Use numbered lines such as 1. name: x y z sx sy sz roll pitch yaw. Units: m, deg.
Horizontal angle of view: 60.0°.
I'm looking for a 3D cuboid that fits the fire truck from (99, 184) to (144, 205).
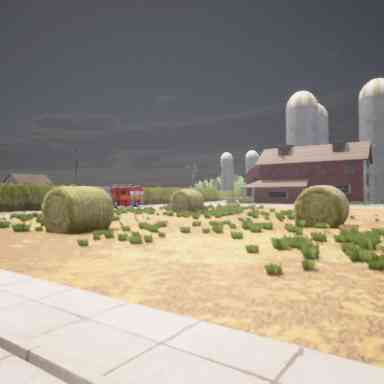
1. fire truck: -12.064 0.682 56.824 2.891 3.827 8.468 -1 0 33
